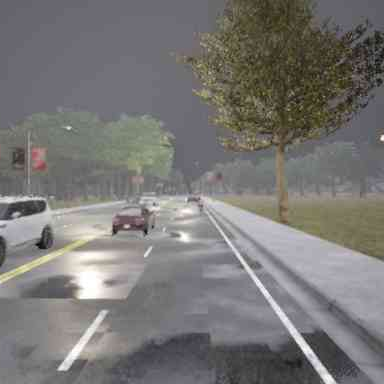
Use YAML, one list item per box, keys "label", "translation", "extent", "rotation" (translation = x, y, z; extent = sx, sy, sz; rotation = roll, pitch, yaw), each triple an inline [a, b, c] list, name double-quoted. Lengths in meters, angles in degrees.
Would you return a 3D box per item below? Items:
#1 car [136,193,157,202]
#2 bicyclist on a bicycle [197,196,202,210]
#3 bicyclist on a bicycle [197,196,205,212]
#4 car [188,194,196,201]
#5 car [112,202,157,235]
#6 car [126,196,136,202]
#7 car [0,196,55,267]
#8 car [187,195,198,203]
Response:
- label: "car"
  translation: [-6.577, 1.112, 50.471]
  extent: [2.150, 2.045, 5.566]
  rotation: [0, 0, 0]
- label: "bicyclist on a bicycle"
  translation: [0.886, 1.359, 41.954]
  extent: [0.582, 1.620, 1.656]
  rotation: [0, 0, 0]
- label: "bicyclist on a bicycle"
  translation: [0.876, 1.361, 32.347]
  extent: [0.866, 1.612, 1.509]
  rotation: [0, -1, 0]
- label: "car"
  translation: [-0.014, 1.328, 78.117]
  extent: [1.882, 1.535, 5.008]
  rotation: [0, 0, 0]
- label: "car"
  translation: [-3.153, 1.480, 18.379]
  extent: [1.812, 1.442, 4.674]
  rotation: [0, 0, 0]
- label: "car"
  translation: [-9.804, 1.373, 55.879]
  extent: [2.128, 1.511, 4.902]
  rotation: [0, 0, 1]
- label: "car"
  translation: [-6.600, 1.192, 11.248]
  extent: [2.150, 2.045, 5.566]
  rotation: [0, 0, 0]
- label: "car"
  translation: [0.022, 1.368, 64.811]
  extent: [1.837, 1.490, 4.892]
  rotation: [0, -1, 1]
